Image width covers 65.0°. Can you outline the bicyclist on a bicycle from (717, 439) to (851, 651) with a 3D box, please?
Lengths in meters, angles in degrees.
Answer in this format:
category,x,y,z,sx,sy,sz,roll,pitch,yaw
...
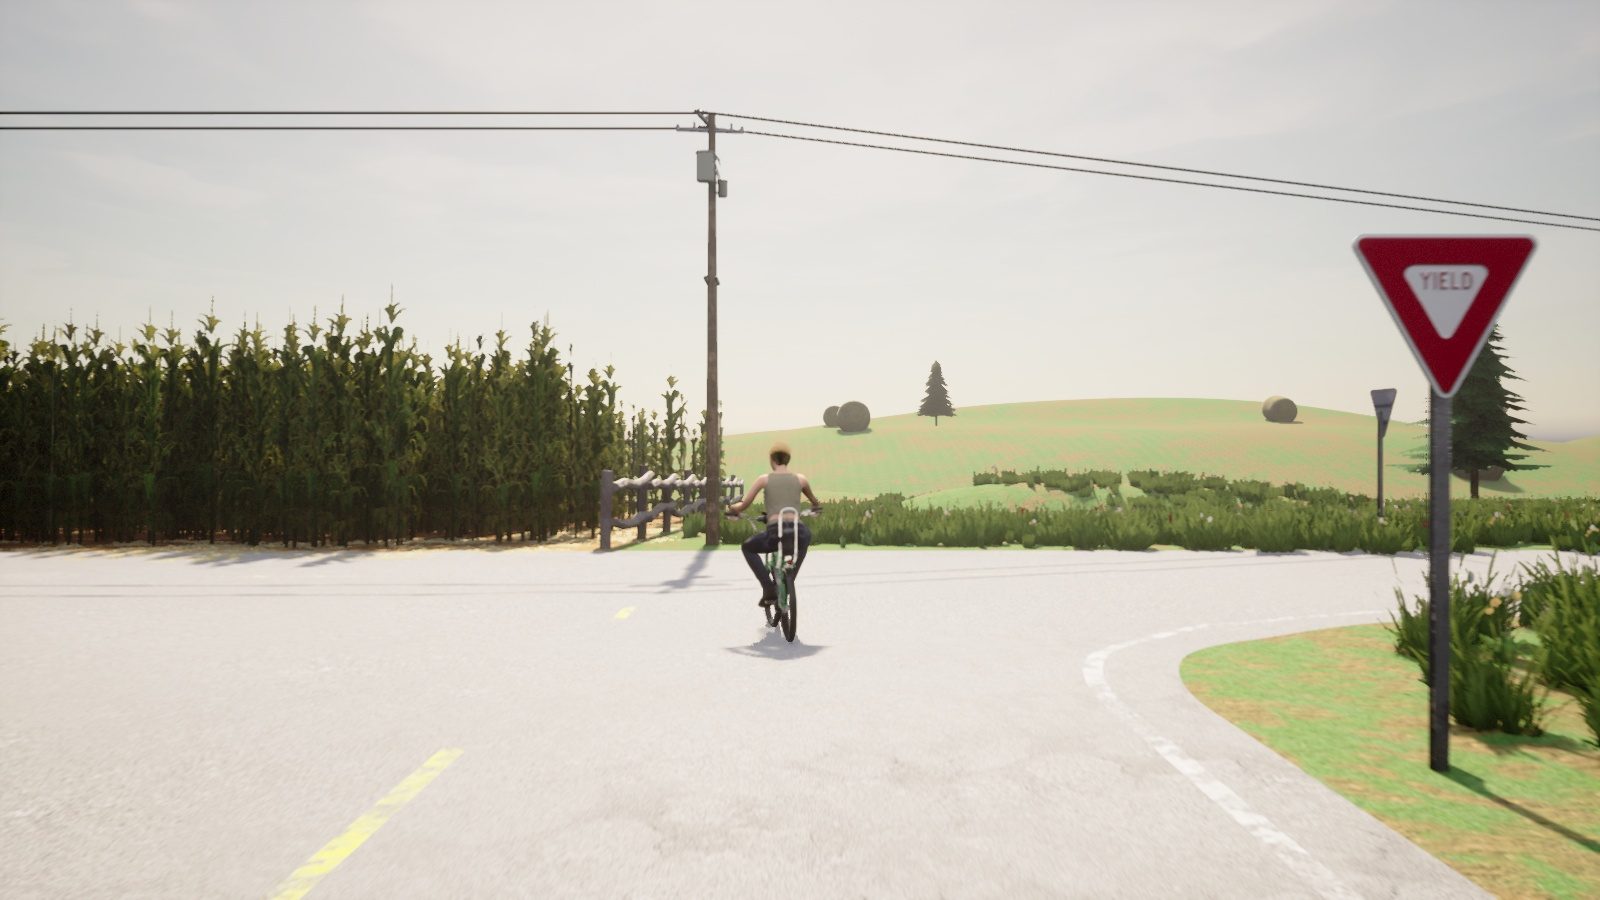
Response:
category,x,y,z,sx,sy,sz,roll,pitch,yaw
bicyclist on a bicycle,-0.171,0.736,10.438,0.866,1.612,1.509,-1,-1,-10

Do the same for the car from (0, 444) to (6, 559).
category,x,y,z,sx,sy,sz,roll,pitch,yaw
car,-13.917,0.737,17.146,4.856,1.649,2.033,0,0,0
